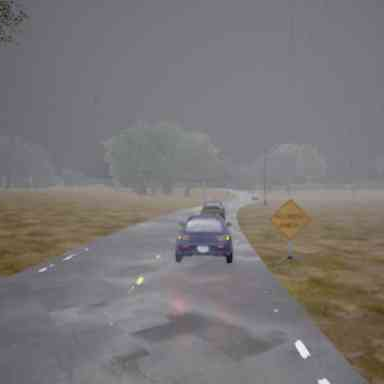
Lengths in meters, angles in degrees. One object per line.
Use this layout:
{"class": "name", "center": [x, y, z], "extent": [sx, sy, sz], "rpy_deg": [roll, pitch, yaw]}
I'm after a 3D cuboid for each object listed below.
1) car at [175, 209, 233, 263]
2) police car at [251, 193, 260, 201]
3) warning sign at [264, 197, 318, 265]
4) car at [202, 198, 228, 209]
{"class": "car", "center": [0.469, 1.524, 11.951], "extent": [1.812, 1.442, 4.674], "rpy_deg": [0, -1, 4]}
{"class": "police car", "center": [16.711, 1.492, 87.826], "extent": [1.930, 1.638, 5.238], "rpy_deg": [0, 1, 15]}
{"class": "warning sign", "center": [2.918, 1.115, 9.938], "extent": [1.300, 1.860, 1.060], "rpy_deg": [1, 1, 3]}
{"class": "car", "center": [1.834, 1.525, 27.741], "extent": [1.837, 1.490, 4.892], "rpy_deg": [0, 0, 7]}
